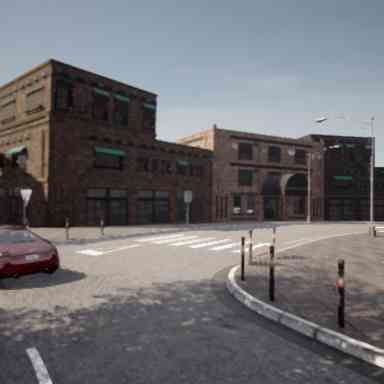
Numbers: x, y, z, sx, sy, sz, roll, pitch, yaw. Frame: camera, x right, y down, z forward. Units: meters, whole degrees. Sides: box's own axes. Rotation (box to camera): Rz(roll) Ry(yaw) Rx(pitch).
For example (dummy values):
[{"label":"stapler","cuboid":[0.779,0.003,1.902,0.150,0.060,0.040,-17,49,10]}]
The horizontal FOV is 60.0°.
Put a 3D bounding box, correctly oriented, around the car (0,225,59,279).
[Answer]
[{"label":"car","cuboid":[-5.843,1.682,9.869,4.181,1.385,1.994,0,-2,35]}]
